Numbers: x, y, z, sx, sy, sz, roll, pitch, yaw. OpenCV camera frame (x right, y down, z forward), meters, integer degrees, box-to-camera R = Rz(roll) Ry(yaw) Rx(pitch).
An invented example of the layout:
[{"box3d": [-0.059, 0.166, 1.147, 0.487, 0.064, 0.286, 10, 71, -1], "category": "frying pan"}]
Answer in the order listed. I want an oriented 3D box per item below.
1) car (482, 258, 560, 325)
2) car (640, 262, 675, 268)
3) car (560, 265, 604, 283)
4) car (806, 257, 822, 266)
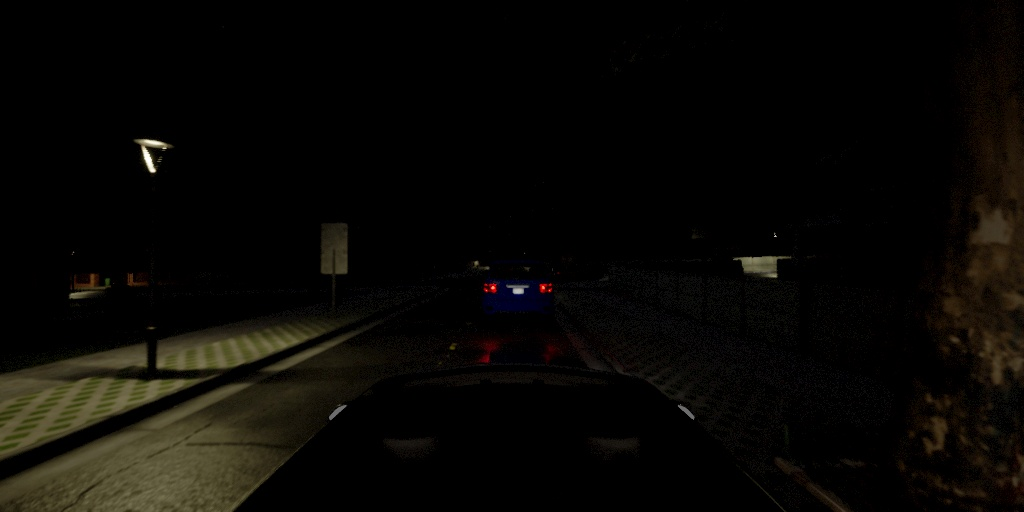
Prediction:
[{"box3d": [0.175, 1.088, 12.578, 2.150, 2.045, 5.566, 0, 0, 0], "category": "car"}, {"box3d": [12.374, 1.205, 32.187, 5.357, 1.411, 2.033, -2, 0, 0], "category": "car"}, {"box3d": [5.238, 1.396, 28.862, 4.181, 1.385, 1.994, -2, -1, -18], "category": "car"}, {"box3d": [26.545, 0.799, 32.176, 4.674, 1.442, 1.812, -2, 0, 0], "category": "car"}]
